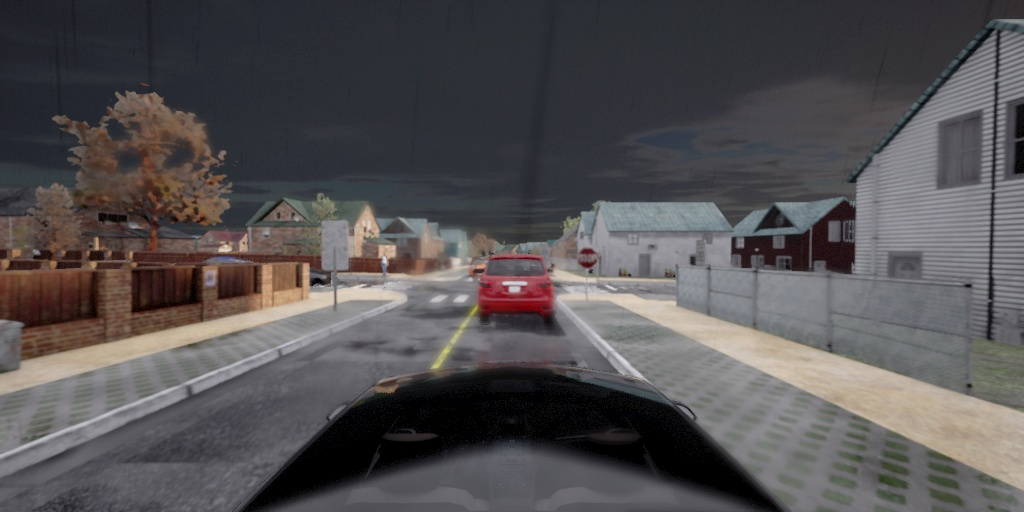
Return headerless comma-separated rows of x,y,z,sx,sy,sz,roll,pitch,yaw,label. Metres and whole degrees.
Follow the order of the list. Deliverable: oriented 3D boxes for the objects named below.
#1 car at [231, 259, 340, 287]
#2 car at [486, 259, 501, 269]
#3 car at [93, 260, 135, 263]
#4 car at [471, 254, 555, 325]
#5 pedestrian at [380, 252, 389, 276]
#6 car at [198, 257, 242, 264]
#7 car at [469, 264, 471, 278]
-13.268,1.075,21.425,5.357,1.411,2.033,1,1,3,car
-2.793,1.260,55.900,2.033,1.411,5.357,0,0,1,car
-23.750,0.913,21.628,4.718,1.301,1.895,1,1,1,car
0.248,0.964,12.013,2.150,2.045,5.566,0,0,4,car
-9.682,0.603,27.253,0.375,1.860,0.375,0,0,1,pedestrian
-19.942,0.797,24.537,5.008,1.535,1.882,1,1,1,car
-2.844,1.083,34.120,2.097,1.767,4.553,0,0,0,car
